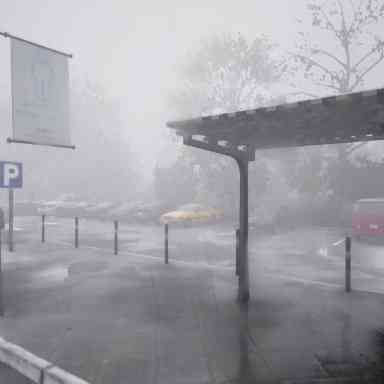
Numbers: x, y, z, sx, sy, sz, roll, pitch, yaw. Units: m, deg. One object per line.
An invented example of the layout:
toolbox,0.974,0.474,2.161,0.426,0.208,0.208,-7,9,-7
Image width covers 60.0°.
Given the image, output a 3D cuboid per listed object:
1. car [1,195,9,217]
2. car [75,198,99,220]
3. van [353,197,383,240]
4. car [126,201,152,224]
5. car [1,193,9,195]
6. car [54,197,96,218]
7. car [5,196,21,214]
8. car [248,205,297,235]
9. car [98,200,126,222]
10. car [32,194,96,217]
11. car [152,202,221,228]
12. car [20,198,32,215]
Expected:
car,-17.865,1.445,35.701,1.946,1.575,5.366,0,0,36
car,-6.672,1.470,27.489,2.097,1.535,5.008,0,0,36
van,9.204,1.264,16.289,1.878,1.987,4.442,0,0,36
car,-2.141,1.505,24.283,2.163,1.488,4.792,0,0,36
car,-24.766,1.154,40.367,2.435,2.045,5.566,0,0,36
car,-8.931,1.467,29.102,2.097,1.535,5.008,0,0,36
car,-15.715,1.455,33.933,2.097,1.535,5.008,0,0,36
car,4.603,1.514,19.396,2.163,1.488,4.792,0,0,36
car,-4.412,1.474,25.877,2.231,1.521,4.892,0,0,36
car,-11.210,1.213,30.687,2.435,2.045,5.566,0,0,36
car,-0.007,1.475,22.495,1.946,1.575,5.366,0,0,36
car,-13.455,1.462,32.318,2.231,1.521,4.892,0,0,36
